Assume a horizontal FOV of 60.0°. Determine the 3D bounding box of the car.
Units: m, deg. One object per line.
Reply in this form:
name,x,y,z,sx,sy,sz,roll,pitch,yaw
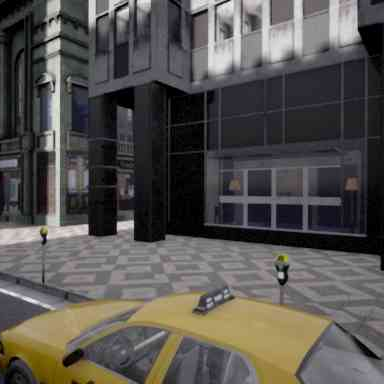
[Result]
car,-0.021,1.525,2.979,4.829,1.417,1.752,0,0,36
